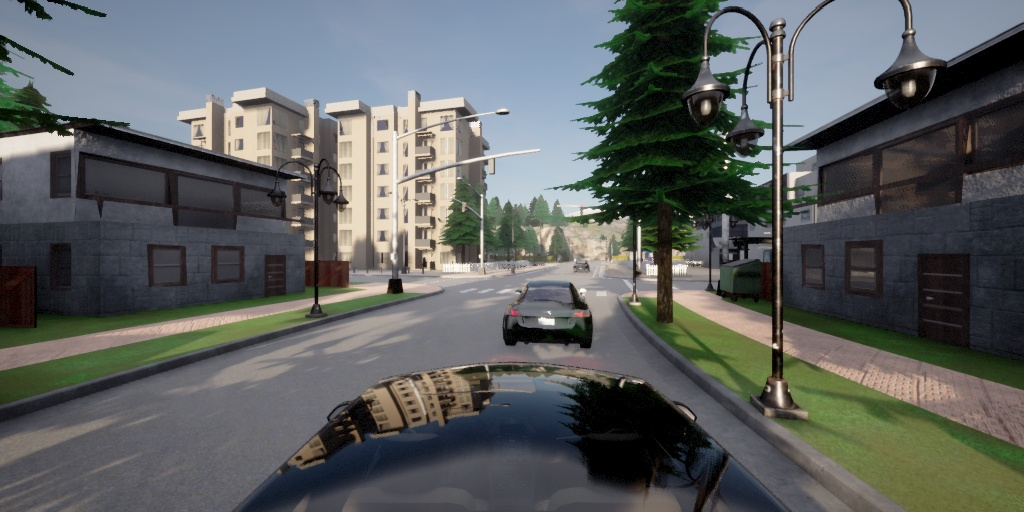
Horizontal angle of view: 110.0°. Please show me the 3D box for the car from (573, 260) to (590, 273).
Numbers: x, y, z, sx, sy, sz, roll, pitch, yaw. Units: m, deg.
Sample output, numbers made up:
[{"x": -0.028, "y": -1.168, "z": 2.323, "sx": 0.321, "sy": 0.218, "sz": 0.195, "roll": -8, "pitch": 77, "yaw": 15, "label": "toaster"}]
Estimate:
[{"x": 8.733, "y": 1.276, "z": 44.861, "sx": 2.128, "sy": 1.511, "sz": 4.902, "roll": 0, "pitch": 0, "yaw": 14, "label": "car"}]

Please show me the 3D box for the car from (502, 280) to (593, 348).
[{"x": 0.994, "y": 1.314, "z": 9.313, "sx": 1.994, "sy": 1.385, "sz": 4.181, "roll": 0, "pitch": 0, "yaw": 8, "label": "car"}]
